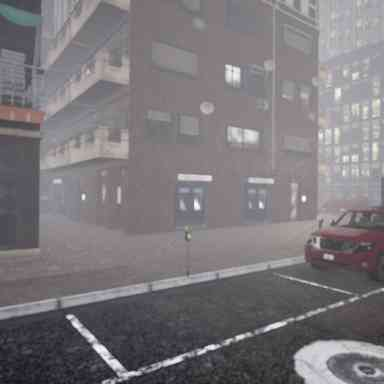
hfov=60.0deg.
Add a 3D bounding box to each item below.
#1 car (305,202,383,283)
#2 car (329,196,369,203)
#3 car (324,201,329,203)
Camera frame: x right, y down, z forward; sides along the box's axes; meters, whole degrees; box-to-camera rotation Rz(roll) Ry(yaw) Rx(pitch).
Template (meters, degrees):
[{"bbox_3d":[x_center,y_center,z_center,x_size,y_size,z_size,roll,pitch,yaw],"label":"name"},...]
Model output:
[{"bbox_3d":[5.588,1.377,10.074,5.009,1.841,2.192,0,0,-35],"label":"car"},{"bbox_3d":[17.419,1.319,37.614,2.192,1.841,5.009,2,0,-36],"label":"car"},{"bbox_3d":[10.808,1.493,32.856,1.802,1.307,4.206,2,0,-36],"label":"car"}]
